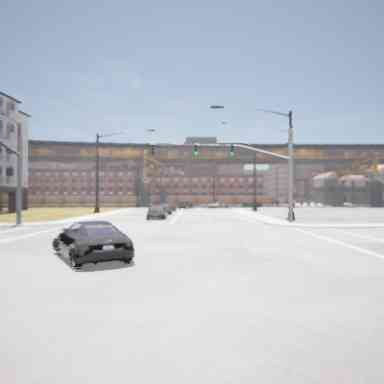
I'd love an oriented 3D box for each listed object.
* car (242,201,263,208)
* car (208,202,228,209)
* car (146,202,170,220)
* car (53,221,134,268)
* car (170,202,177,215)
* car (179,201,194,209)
[{"bbox_3d":[13.404,2.684,73.369,4.902,1.511,2.128,0,-1,-24],"label":"car"},{"bbox_3d":[5.363,2.655,67.442,1.895,1.301,4.718,-1,-1,44],"label":"car"},{"bbox_3d":[-3.584,2.063,34.459,1.812,1.442,4.674,0,-1,0],"label":"car"},{"bbox_3d":[-3.680,1.736,12.135,1.994,1.385,4.181,1,-1,-32],"label":"car"},{"bbox_3d":[-3.574,2.168,43.599,2.128,1.511,4.902,0,-1,0],"label":"car"},{"bbox_3d":[-1.111,2.495,63.917,1.837,1.490,4.892,0,-1,23],"label":"car"}]
